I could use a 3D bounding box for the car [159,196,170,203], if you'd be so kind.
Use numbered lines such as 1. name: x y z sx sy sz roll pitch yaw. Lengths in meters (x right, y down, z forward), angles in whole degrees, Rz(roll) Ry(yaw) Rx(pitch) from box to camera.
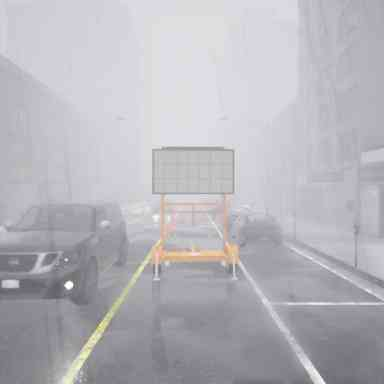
1. car: -5.691 1.577 69.853 1.887 1.381 4.507 -1 0 0

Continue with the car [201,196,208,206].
1. car: 2.815 1.584 53.327 1.947 1.339 4.313 -1 0 0

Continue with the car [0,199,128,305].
1. car: -3.091 1.220 8.441 2.150 2.045 5.566 0 0 0

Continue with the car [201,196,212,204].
1. car: 2.828 1.572 64.337 1.887 1.381 4.507 -1 0 0

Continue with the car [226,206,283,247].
1. car: 2.769 1.550 14.790 2.008 1.369 4.403 -1 0 0

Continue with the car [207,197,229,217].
1. car: 2.787 1.445 31.306 1.967 1.590 4.097 -1 0 0

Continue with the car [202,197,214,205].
1. car: 2.821 1.567 58.831 1.887 1.381 4.507 -1 0 0

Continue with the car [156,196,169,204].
1. car: -5.697 1.578 64.347 2.008 1.369 4.403 -1 0 0

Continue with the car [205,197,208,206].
1. car: 2.795 1.552 36.811 1.887 1.381 4.507 -1 0 0

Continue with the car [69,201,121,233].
1. car: -5.751 1.440 20.306 1.967 1.590 4.097 -1 0 0

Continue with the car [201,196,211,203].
1. car: 2.834 1.577 69.842 1.887 1.381 4.507 -1 0 0

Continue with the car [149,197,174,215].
1. car: -2.960 1.570 34.480 1.994 1.385 4.181 0 0 0

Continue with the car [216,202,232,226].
1. car: 2.775 1.545 20.296 1.887 1.381 4.507 -1 0 0

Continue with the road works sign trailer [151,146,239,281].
1. road works sign trailer: 0.035 0.463 9.897 2.380 3.560 2.880 0 0 -2
